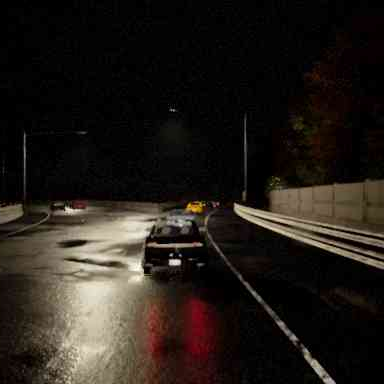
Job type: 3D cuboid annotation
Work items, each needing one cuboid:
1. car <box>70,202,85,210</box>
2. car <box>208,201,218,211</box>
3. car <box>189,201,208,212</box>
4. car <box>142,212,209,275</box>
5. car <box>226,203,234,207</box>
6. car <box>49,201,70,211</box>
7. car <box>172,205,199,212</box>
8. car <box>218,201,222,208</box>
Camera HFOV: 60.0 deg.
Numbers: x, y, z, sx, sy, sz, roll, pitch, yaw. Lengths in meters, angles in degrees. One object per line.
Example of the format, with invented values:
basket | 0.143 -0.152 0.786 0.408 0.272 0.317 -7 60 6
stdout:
car | -19.043 2.266 55.167 1.994 1.385 4.181 0 -1 -30
car | 2.293 2.093 52.207 2.128 1.511 4.902 0 -1 10
car | 0.516 1.949 40.545 1.882 1.535 5.008 0 -1 6
car | -0.530 1.622 10.949 2.128 1.511 4.902 0 -1 -2
car | 10.550 3.659 91.213 1.882 1.535 5.008 0 -4 13
car | -20.657 2.149 50.967 2.128 1.511 4.902 0 -1 -29
car | -0.661 1.882 23.870 1.895 1.301 4.718 0 -1 1
car | 4.642 2.370 63.414 1.895 1.301 4.718 0 -1 12
